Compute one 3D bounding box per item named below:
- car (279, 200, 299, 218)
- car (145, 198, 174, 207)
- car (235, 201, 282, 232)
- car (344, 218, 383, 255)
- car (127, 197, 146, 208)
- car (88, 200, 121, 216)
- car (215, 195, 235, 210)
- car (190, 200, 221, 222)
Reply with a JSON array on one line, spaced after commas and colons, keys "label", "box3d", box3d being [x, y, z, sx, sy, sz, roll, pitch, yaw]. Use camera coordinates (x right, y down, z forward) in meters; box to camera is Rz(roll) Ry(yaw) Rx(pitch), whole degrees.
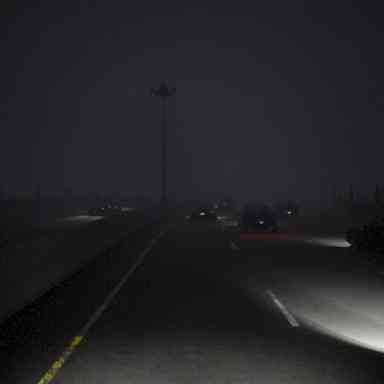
[{"label": "car", "box3d": [8.818, 1.524, 30.991, 1.837, 1.490, 4.892, 0, 0, 10]}, {"label": "car", "box3d": [-3.482, 1.517, 40.616, 2.128, 1.511, 4.902, 0, 0, 15]}, {"label": "car", "box3d": [3.919, 1.490, 20.439, 1.882, 1.535, 5.008, 0, 0, 4]}, {"label": "car", "box3d": [7.107, 1.554, 11.077, 2.033, 1.411, 5.357, 0, 0, 0]}, {"label": "car", "box3d": [-7.996, 1.521, 49.738, 2.128, 1.511, 4.902, 0, 0, 19]}, {"label": "car", "box3d": [-8.694, 1.546, 33.392, 1.812, 1.442, 4.674, 0, 0, 11]}, {"label": "car", "box3d": [4.614, 1.530, 42.758, 2.163, 1.488, 4.792, 0, 0, 17]}, {"label": "car", "box3d": [1.014, 1.581, 26.287, 1.994, 1.385, 4.181, 0, 0, 7]}]
